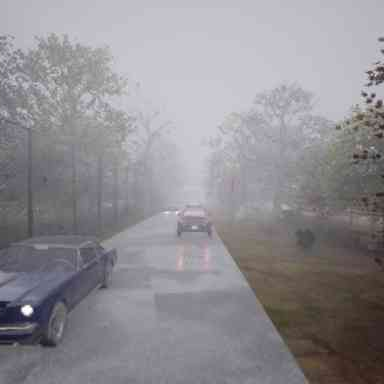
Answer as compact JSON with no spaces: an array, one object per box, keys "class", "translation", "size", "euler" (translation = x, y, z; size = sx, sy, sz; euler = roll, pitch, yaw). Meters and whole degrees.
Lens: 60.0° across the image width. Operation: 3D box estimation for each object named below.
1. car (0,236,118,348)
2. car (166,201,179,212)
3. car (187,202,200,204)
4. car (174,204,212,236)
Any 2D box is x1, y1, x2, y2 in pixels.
[{"class":"car","translation":[-2.845,1.611,6.427],"size":[1.895,1.301,4.718],"euler":[0,0,0]},{"class":"car","translation":[-2.662,2.027,47.120],"size":[2.033,1.411,5.357],"euler":[0,-1,1]},{"class":"car","translation":[0.212,1.803,36.991],"size":[1.882,1.535,5.008],"euler":[0,-1,0]},{"class":"car","translation":[0.133,1.612,18.817],"size":[1.812,1.442,4.674],"euler":[0,-1,0]}]
